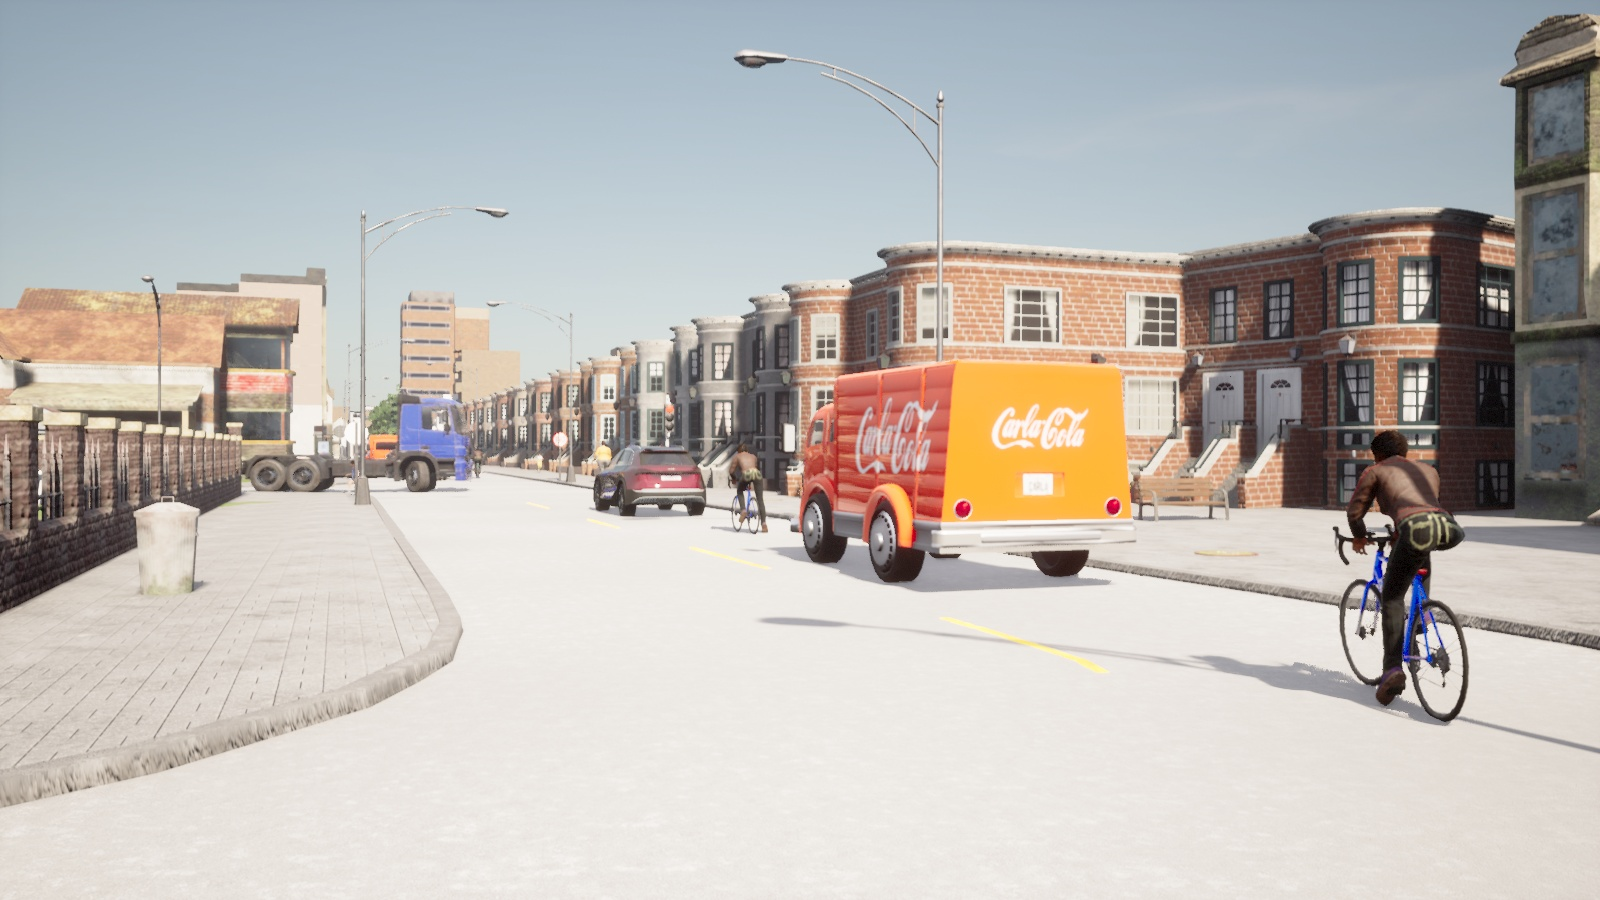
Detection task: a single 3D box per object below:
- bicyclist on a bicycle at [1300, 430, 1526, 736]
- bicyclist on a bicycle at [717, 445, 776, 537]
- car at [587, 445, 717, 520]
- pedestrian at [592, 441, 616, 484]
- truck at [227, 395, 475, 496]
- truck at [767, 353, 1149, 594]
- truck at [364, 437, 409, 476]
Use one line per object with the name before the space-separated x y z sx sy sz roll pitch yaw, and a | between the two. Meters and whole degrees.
bicyclist on a bicycle | 3.587 0.696 7.512 0.582 1.620 1.656 0 1 2
bicyclist on a bicycle | -0.994 0.722 22.875 0.582 1.620 1.656 0 0 -20
car | -3.633 0.713 30.032 2.033 1.649 4.856 0 0 -20
pedestrian | -8.535 0.529 54.589 0.874 1.855 0.900 0 0 -19
truck | -15.882 -0.156 44.965 7.936 3.462 2.891 0 0 -9
truck | 1.675 0.262 15.703 2.627 2.467 5.204 0 -1 -20
truck | -27.116 0.402 82.257 2.627 2.467 5.204 0 0 -20
